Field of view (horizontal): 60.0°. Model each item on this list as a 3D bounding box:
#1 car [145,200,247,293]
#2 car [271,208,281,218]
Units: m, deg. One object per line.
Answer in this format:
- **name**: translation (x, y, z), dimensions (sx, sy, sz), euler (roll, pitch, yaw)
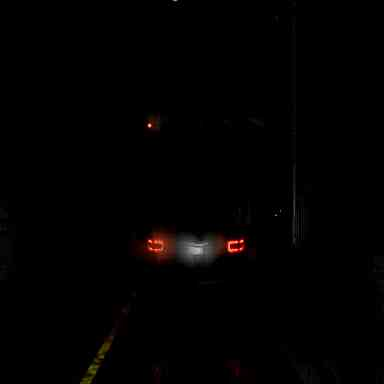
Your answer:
- **car**: translation (0.079, 1.222, 9.021), dimensions (2.150, 2.045, 5.566), euler (0, 0, 0)
- **car**: translation (9.049, 1.588, 27.643), dimensions (4.718, 1.301, 1.895), euler (0, 0, -10)
